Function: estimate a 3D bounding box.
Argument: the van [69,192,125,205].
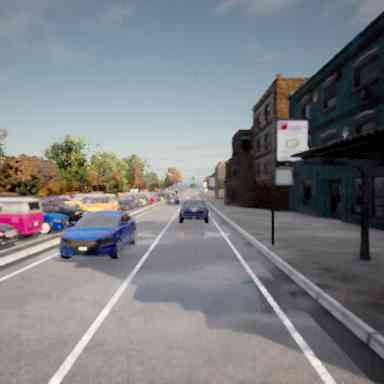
[{"bbox_3d":[-9.267,1.225,32.574,4.442,1.987,1.878,0,0,0],"label":"van"}]

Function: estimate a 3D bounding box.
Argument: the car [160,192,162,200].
[{"bbox_3d":[-9.108,1.342,68.821,4.674,1.452,2.002,0,0,0],"label":"car"}]

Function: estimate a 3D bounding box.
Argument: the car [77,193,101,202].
[{"bbox_3d":[-22.195,1.162,71.580,4.553,1.767,2.185,0,0,0],"label":"car"}]

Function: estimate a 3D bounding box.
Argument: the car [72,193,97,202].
[{"bbox_3d":[-22.217,1.175,68.795,4.553,1.767,2.185,0,0,0],"label":"car"}]

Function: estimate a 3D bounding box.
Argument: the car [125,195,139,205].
[{"bbox_3d":[-9.322,1.461,40.989,4.674,1.452,2.002,0,0,0],"label":"car"}]

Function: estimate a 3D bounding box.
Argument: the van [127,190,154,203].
[{"bbox_3d":[-9.096,1.139,54.903,4.442,1.987,1.878,0,0,0],"label":"van"}]

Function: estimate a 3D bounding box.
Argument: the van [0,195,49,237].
[{"bbox_3d":[-9.629,1.270,15.939,4.442,1.987,1.878,0,0,0],"label":"van"}]

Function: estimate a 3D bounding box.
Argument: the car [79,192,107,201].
[{"bbox_3d":[-22.170,1.023,74.489,5.566,2.045,2.435,0,0,0],"label":"car"}]

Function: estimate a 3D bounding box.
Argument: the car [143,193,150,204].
[{"bbox_3d":[-9.441,1.385,49.340,5.366,1.575,1.946,0,0,0],"label":"car"}]

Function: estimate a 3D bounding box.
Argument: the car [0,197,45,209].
[{"bbox_3d":[-22.384,1.410,43.856,4.892,1.521,2.231,0,0,0],"label":"car"}]

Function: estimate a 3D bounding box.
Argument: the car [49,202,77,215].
[{"bbox_3d":[-9.496,1.489,18.722,5.008,1.535,2.097,0,0,0],"label":"car"}]

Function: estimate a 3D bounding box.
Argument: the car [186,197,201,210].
[{"bbox_3d":[0.208,1.398,43.263,1.837,1.490,4.892,0,0,0],"label":"car"}]

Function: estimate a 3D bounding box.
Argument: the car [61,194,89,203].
[{"bbox_3d":[-22.196,1.199,63.350,4.553,1.767,2.185,0,0,0],"label":"car"}]

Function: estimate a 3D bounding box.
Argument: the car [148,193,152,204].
[{"bbox_3d":[-9.227,1.378,52.121,4.892,1.521,2.231,0,0,0],"label":"car"}]

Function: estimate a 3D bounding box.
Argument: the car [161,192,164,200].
[{"bbox_3d":[-9.113,1.319,71.604,4.792,1.488,2.163,0,0,0],"label":"car"}]

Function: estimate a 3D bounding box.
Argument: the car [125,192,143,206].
[{"bbox_3d":[-9.267,1.286,43.770,4.553,1.767,2.185,0,0,0],"label":"car"}]

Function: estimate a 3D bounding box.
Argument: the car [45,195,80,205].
[{"bbox_3d":[-22.457,1.347,57.658,5.366,1.575,1.946,0,0,0],"label":"car"}]

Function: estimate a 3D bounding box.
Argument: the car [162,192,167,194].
[{"bbox_3d":[-8.877,1.274,74.385,5.366,1.575,1.946,0,0,0],"label":"car"}]

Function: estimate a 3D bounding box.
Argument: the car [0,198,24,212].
[{"bbox_3d":[-22.425,1.429,38.286,5.008,1.535,2.097,0,0,0],"label":"car"}]

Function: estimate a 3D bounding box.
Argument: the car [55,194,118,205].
[{"bbox_3d":[-9.374,1.333,29.855,4.553,1.767,2.185,0,0,0],"label":"car"}]

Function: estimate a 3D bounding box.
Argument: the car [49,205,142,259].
[{"bbox_3d":[-3.335,1.460,12.665,1.882,1.535,5.008,0,0,0],"label":"car"}]

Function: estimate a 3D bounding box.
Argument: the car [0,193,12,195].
[{"bbox_3d":[-22.410,1.313,35.500,4.553,1.767,2.185,0,0,0],"label":"car"}]

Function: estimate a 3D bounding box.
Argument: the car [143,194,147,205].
[{"bbox_3d":[-9.283,1.401,46.556,4.892,1.521,2.231,0,0,0],"label":"car"}]

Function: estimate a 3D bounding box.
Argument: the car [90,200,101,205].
[{"bbox_3d":[-9.450,1.515,24.289,4.674,1.452,2.002,0,0,0],"label":"car"}]

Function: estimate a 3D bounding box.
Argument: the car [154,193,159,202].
[{"bbox_3d":[-9.163,1.101,57.687,5.566,2.045,2.435,0,0,0],"label":"car"}]

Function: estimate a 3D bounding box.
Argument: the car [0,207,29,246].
[{"bbox_3d":[-9.540,1.503,13.155,4.892,1.521,2.231,0,0,0],"label":"car"}]

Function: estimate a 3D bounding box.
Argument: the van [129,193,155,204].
[{"bbox_3d":[-9.054,1.114,60.345,4.442,1.987,1.878,0,0,0],"label":"van"}]

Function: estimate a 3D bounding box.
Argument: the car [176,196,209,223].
[{"bbox_3d":[0.144,1.307,25.494,2.097,1.767,4.553,0,0,0],"label":"car"}]

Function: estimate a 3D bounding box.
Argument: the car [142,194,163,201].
[{"bbox_3d":[-9.057,1.306,77.028,4.674,1.452,2.002,-1,0,1],"label":"car"}]

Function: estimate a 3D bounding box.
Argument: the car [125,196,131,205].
[{"bbox_3d":[-9.333,1.471,35.422,4.792,1.488,2.163,0,0,0],"label":"car"}]

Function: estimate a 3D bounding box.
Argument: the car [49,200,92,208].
[{"bbox_3d":[-9.464,1.482,21.505,5.008,1.535,2.097,0,0,0],"label":"car"}]

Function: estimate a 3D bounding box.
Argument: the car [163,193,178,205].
[{"bbox_3d":[-3.144,1.326,56.197,2.128,1.511,4.902,0,0,1],"label":"car"}]

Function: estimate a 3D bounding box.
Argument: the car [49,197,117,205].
[{"bbox_3d":[-9.241,1.464,27.071,5.366,1.575,1.946,0,0,0],"label":"car"}]

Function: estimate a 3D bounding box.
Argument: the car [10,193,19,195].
[{"bbox_3d":[-22.371,1.168,41.072,5.566,2.045,2.435,0,0,0],"label":"car"}]
